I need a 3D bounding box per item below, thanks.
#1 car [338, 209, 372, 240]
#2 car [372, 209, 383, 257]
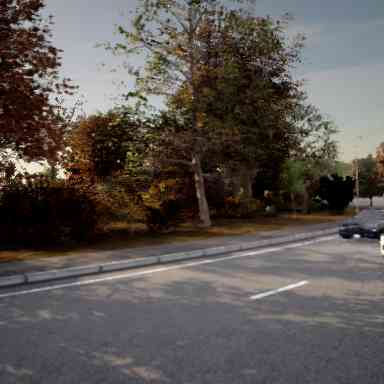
[{"bbox_3d":[9.266,1.592,16.753,5.357,1.411,2.033,0,-1,-44],"label":"car"},{"bbox_3d":[8.221,1.222,10.962,5.566,2.045,2.150,0,-1,-42],"label":"car"}]
